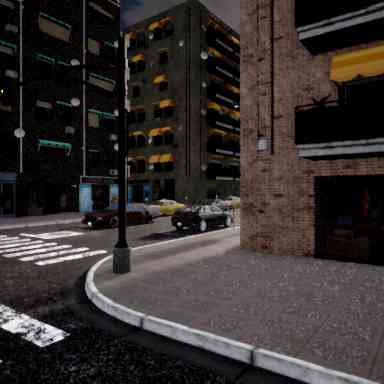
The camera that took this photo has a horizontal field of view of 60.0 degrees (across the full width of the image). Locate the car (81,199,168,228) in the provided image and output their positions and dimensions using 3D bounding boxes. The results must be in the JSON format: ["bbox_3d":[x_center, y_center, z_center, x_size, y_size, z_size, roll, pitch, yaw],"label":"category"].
[{"bbox_3d":[-4.194,1.348,20.840,2.033,1.411,5.357,0,1,36],"label":"car"}]

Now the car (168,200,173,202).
[{"bbox_3d":[-2.479,1.252,27.355,1.752,1.417,4.829,1,1,36],"label":"car"}]

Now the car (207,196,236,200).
[{"bbox_3d":[1.648,1.241,28.833,1.994,1.385,4.181,0,1,37],"label":"car"}]

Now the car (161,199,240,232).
[{"bbox_3d":[0.662,1.333,18.290,2.008,1.369,4.403,1,1,36],"label":"car"}]

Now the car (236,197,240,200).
[{"bbox_3d":[4.207,1.111,36.515,1.752,1.417,4.829,1,1,36],"label":"car"}]
